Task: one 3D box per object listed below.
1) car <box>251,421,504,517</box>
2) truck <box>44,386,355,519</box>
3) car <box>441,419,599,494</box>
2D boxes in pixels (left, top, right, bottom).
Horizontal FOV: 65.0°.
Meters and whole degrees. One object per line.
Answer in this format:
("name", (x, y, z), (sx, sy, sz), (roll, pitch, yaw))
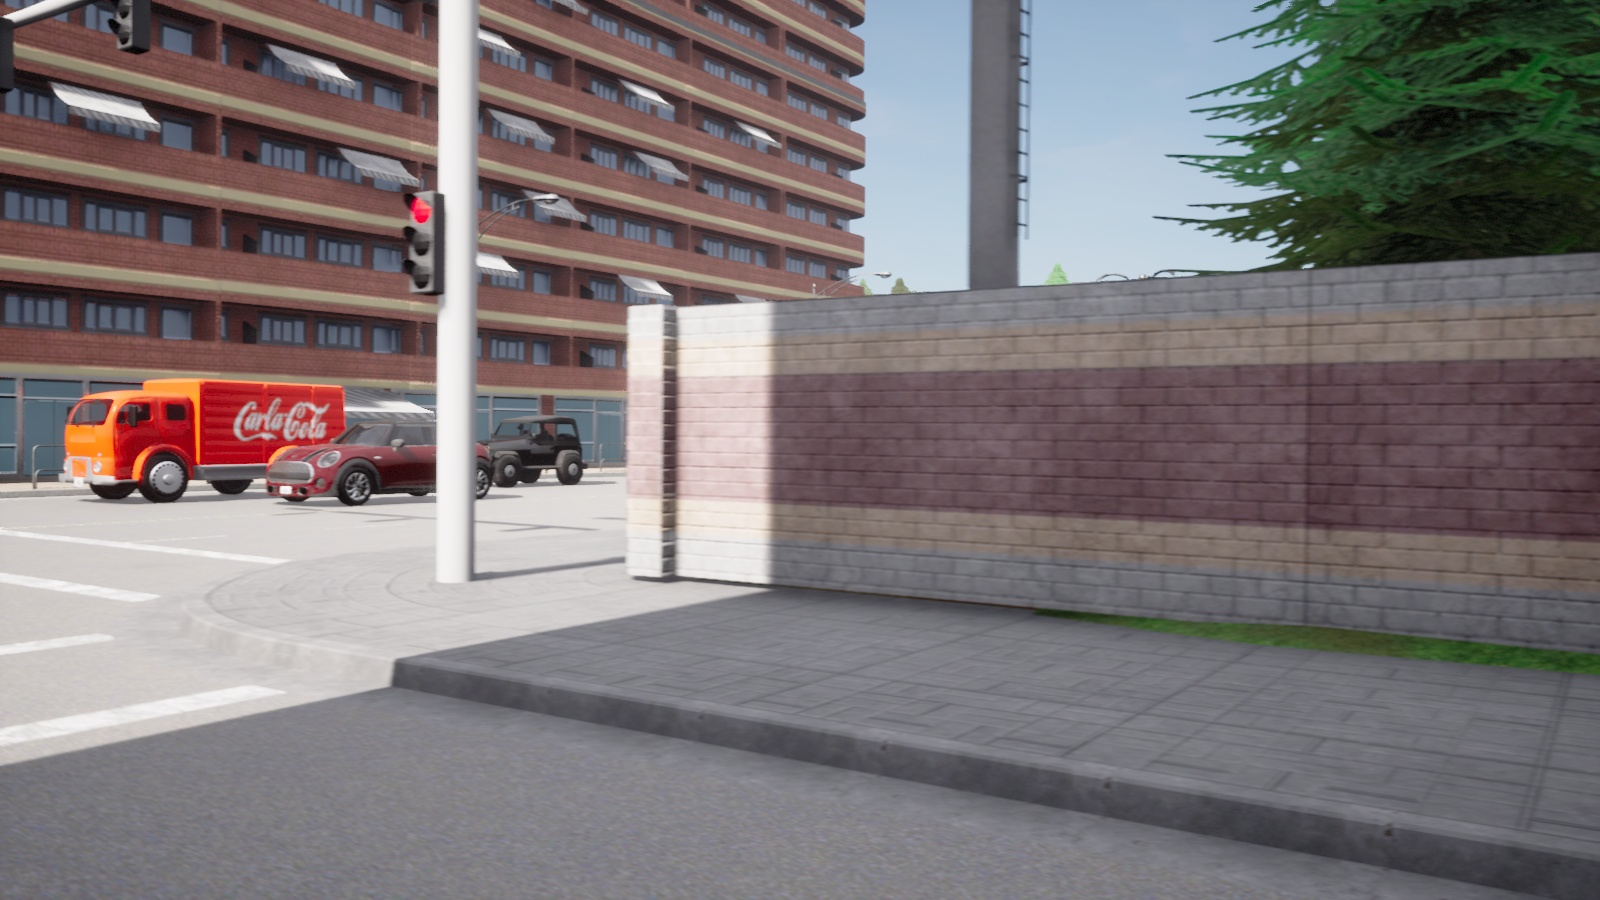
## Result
("car", (-8.474, 0.317, 25.585), (2.097, 1.767, 4.553), (0, 1, 33))
("truck", (-12.308, 0.000, 26.122), (2.627, 2.467, 5.204), (0, 1, 33))
("car", (-7.415, 0.136, 33.574), (1.905, 1.878, 3.866), (0, 1, 33))
